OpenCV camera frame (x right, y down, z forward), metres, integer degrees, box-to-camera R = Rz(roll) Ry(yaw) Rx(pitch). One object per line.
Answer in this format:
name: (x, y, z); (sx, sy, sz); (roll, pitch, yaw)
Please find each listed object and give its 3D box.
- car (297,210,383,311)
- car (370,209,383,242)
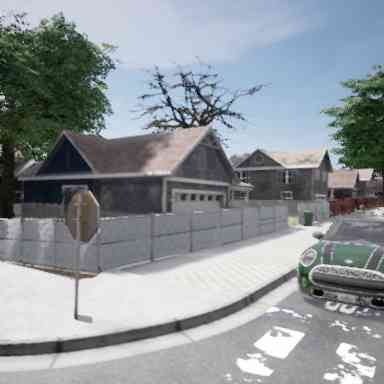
car: (4.142, 1.378, 7.978); (2.097, 1.767, 4.553); (0, 0, 35)
car: (10.463, 1.662, 16.983); (1.895, 1.301, 4.718); (0, 0, 35)
